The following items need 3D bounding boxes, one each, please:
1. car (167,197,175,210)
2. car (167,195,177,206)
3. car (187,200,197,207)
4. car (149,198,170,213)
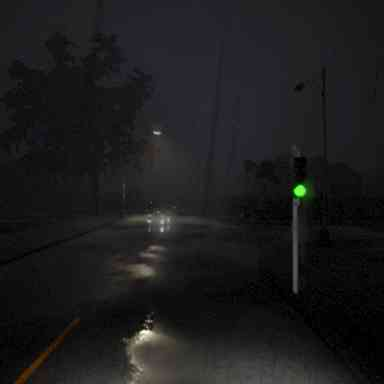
[{"bbox_3d":[-4.080,1.878,50.731,1.837,1.490,4.892,0,0,0],"label":"car"},{"bbox_3d":[-4.031,1.697,64.811,2.150,2.045,5.566,0,0,1],"label":"car"},{"bbox_3d":[0.006,2.050,61.090,1.895,1.301,4.718,0,0,0],"label":"car"},{"bbox_3d":[-4.088,1.806,40.912,1.837,1.490,4.892,0,0,0],"label":"car"}]
